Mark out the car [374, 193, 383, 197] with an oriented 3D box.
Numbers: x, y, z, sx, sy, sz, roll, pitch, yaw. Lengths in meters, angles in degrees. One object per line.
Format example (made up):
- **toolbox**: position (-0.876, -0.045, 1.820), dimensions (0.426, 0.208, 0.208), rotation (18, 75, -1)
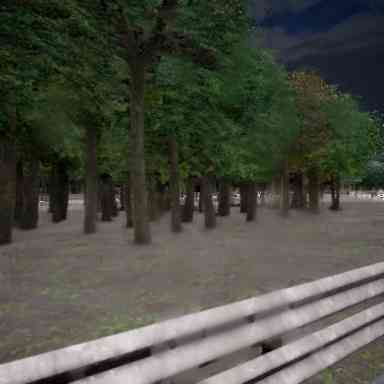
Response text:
- **car**: position (39.609, 0.788, 69.580), dimensions (1.895, 1.301, 4.718), rotation (0, 1, 16)
